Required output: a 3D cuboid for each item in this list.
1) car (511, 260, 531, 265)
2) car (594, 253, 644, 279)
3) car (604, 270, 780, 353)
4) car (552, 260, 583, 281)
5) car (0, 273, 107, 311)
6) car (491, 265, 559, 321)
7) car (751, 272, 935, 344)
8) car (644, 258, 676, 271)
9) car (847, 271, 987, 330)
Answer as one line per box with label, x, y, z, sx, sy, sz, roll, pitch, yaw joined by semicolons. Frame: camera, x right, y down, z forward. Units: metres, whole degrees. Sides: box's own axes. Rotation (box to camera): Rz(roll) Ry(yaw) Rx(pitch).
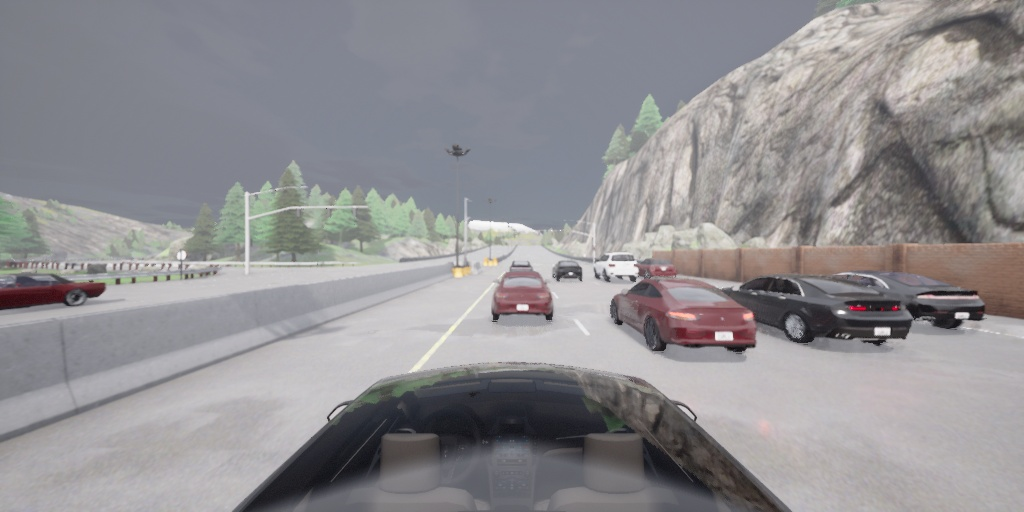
car;0.699;1.086;28.142;2.128;1.511;4.902;0;0;1
car;7.676;0.826;26.922;2.150;2.045;5.566;0;0;1
car;3.781;1.239;8.633;1.812;1.442;4.674;0;0;1
car;4.193;1.080;27.633;1.882;1.535;5.008;0;0;1
car;-17.291;1.268;12.144;1.895;1.301;4.718;0;0;1
car;0.335;1.215;12.014;1.812;1.442;4.674;0;0;1
car;7.291;1.218;9.438;1.837;1.490;4.892;0;0;1
car;11.216;0.961;28.474;2.097;1.767;4.553;0;1;2
car;10.820;1.200;11.006;2.128;1.511;4.902;0;0;1
